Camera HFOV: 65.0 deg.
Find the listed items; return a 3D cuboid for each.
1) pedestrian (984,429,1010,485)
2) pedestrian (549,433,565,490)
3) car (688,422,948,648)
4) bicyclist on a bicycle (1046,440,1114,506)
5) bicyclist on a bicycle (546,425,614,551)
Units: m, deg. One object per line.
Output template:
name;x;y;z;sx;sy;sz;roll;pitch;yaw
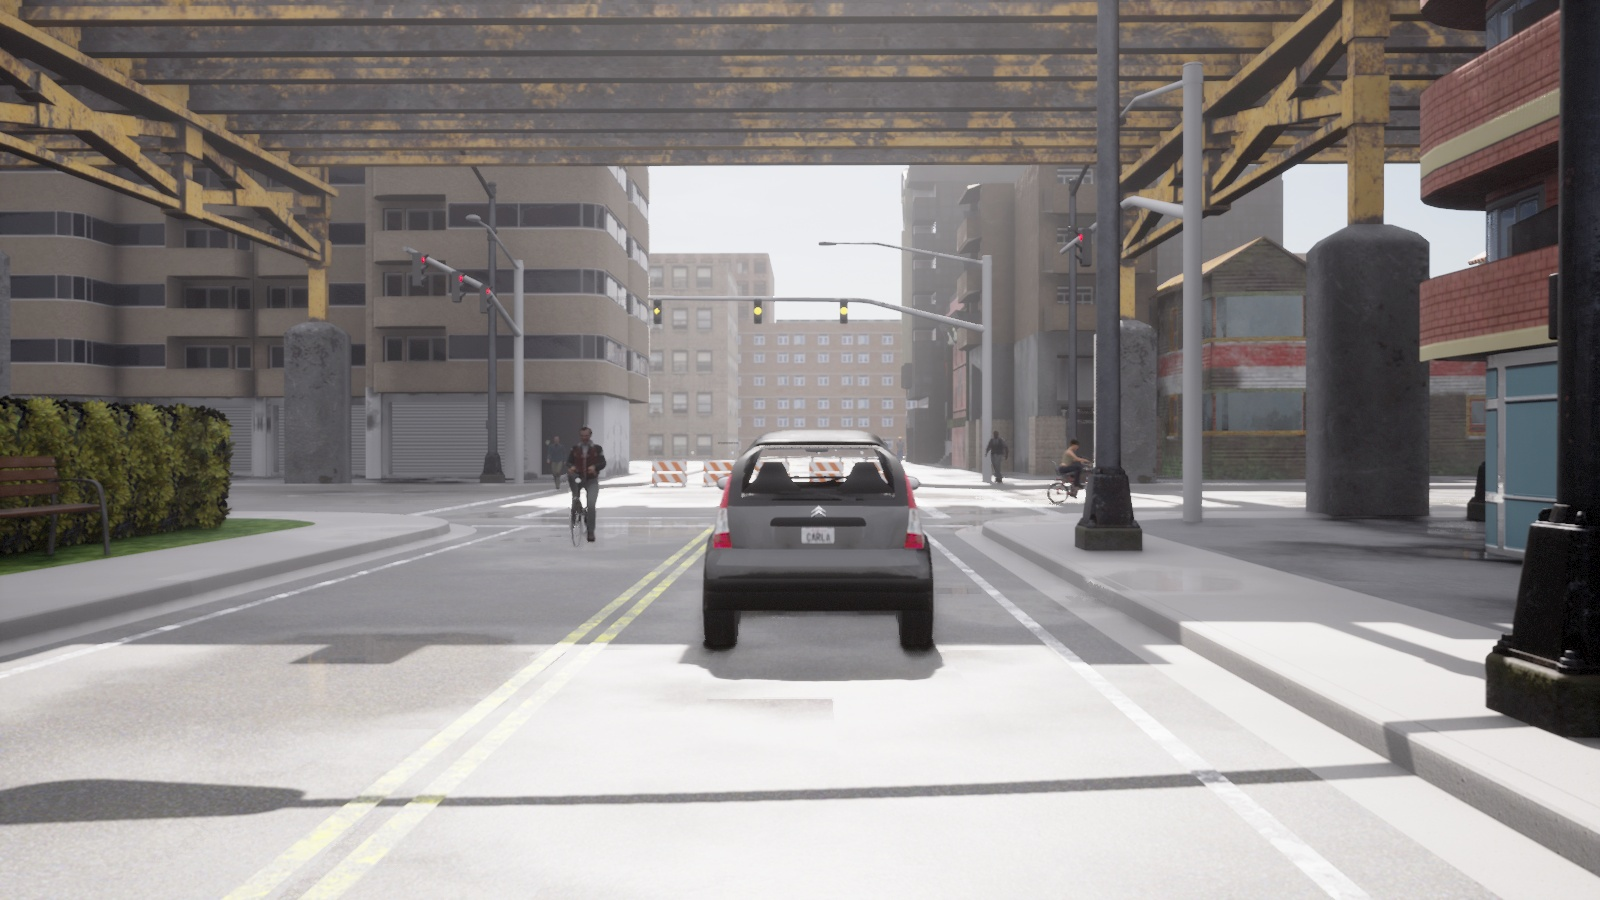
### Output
pedestrian;6.631;0.226;42.285;0.563;1.883;0.849;0;0;34
pedestrian;-7.868;0.367;40.650;0.402;1.842;0.726;0;0;-1
car;0.155;0.597;10.959;1.851;1.617;3.988;0;0;1
bicyclist on a bicycle;6.931;0.553;31.132;1.509;1.612;0.866;0;0;0
bicyclist on a bicycle;-3.229;0.534;18.615;0.659;1.776;1.843;0;0;1
